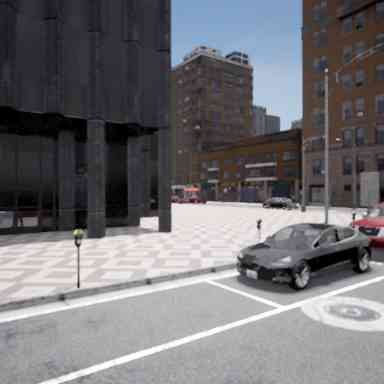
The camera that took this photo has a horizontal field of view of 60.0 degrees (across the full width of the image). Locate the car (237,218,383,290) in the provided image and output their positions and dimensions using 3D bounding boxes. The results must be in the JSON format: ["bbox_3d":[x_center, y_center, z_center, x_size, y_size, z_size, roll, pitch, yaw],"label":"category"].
[{"bbox_3d":[3.172,1.545,9.035,4.313,1.339,1.947,0,0,-36],"label":"car"}]

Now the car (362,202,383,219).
[{"bbox_3d":[7.761,1.279,12.313,5.009,1.841,2.192,0,0,-36],"label":"car"}]

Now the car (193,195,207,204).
[{"bbox_3d":[0.596,1.328,58.557,1.882,1.535,5.008,0,0,-35],"label":"car"}]

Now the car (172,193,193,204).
[{"bbox_3d":[-2.382,1.336,57.455,1.882,1.535,5.008,0,0,-34],"label":"car"}]

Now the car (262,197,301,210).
[{"bbox_3d":[10.432,1.367,38.811,2.128,1.511,4.902,0,0,-35],"label":"car"}]
